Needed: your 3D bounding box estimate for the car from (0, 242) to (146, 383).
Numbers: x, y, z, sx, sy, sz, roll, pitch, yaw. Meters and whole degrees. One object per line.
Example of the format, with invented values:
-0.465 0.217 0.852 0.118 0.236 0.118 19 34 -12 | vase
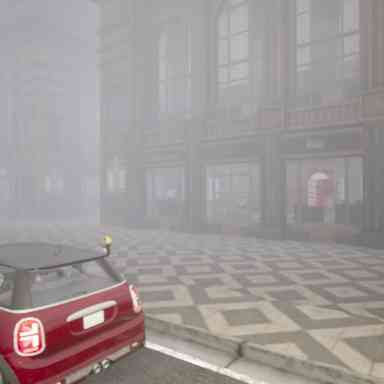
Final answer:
-2.684 1.472 4.872 4.097 1.590 1.967 0 0 35 | car
